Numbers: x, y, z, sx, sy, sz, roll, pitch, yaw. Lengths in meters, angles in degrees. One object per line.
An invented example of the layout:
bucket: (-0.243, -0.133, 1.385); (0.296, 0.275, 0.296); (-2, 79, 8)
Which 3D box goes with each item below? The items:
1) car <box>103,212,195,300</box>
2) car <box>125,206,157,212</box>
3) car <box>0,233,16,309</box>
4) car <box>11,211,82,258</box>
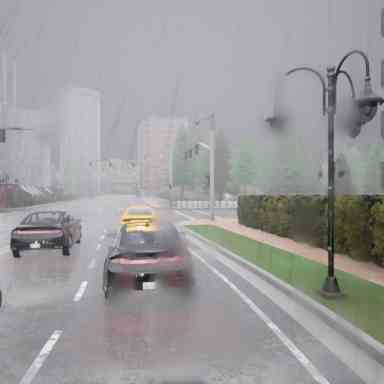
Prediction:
car: (-1.125, 1.492, 8.451); (2.128, 1.511, 4.902); (0, 0, -9)
car: (-2.817, 1.478, 17.794); (1.882, 1.535, 5.008); (0, 0, -10)
car: (-3.972, 1.526, 3.761); (1.812, 1.442, 4.674); (0, 0, -6)
car: (-5.450, 1.491, 12.904); (2.128, 1.511, 4.902); (0, 0, -12)
